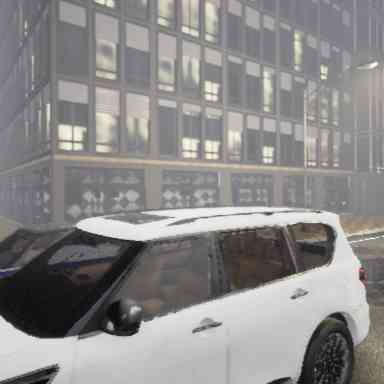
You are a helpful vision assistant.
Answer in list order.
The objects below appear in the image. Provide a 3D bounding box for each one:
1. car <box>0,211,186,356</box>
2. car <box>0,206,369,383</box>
[{"bbox_3d":[-2.582,1.353,5.857,4.553,1.767,2.097,0,0,-36],"label":"car"},{"bbox_3d":[-0.397,1.220,3.417,5.566,2.045,2.150,0,0,-36],"label":"car"}]
